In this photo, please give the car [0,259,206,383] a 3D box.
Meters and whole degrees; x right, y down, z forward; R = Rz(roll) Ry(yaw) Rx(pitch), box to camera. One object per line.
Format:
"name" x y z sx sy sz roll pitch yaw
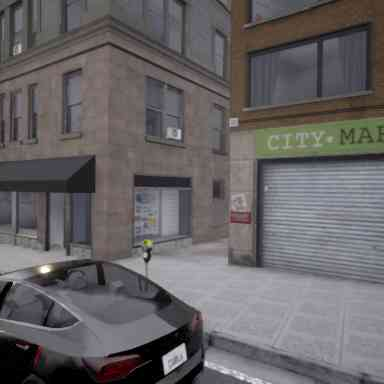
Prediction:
"car" -1.849 1.565 4.260 4.313 1.339 1.947 0 1 35
